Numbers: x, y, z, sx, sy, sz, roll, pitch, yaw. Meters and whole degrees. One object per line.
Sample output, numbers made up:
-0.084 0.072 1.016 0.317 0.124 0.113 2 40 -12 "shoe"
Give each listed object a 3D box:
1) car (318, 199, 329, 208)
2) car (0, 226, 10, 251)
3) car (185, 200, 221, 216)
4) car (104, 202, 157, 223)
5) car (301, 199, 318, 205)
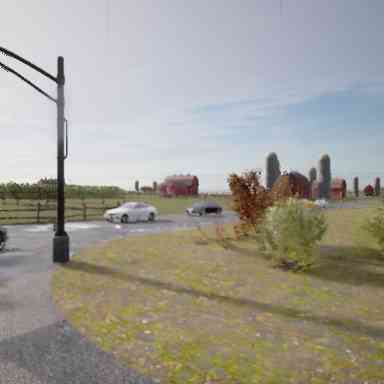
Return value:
22.030 1.984 56.756 1.812 1.442 4.674 0 -1 36 "car"
-7.390 1.405 10.020 2.033 1.411 5.357 0 0 -10 "car"
1.255 1.626 34.043 2.128 1.511 4.902 0 -1 36 "car"
-4.650 1.549 25.839 1.812 1.442 4.674 0 -1 36 "car"
16.590 1.831 49.145 1.882 1.535 5.008 0 -1 37 "car"
